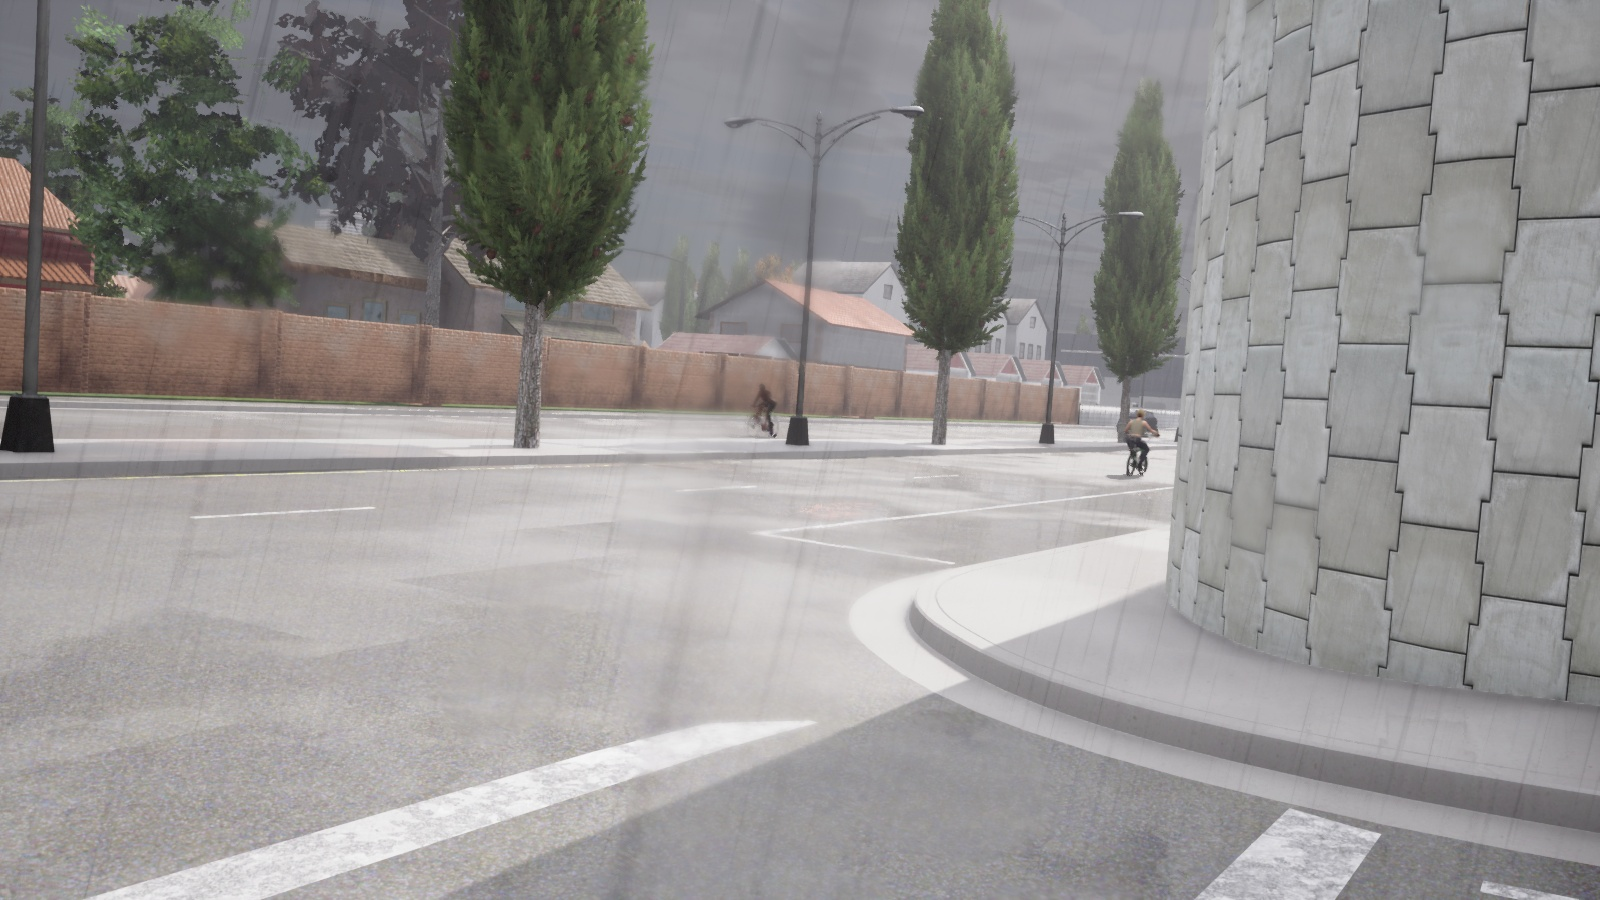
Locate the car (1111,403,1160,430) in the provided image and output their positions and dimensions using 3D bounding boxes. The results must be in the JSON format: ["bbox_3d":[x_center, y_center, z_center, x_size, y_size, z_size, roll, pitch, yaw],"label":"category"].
[{"bbox_3d":[20.750,-2.075,77.545,1.845,1.501,3.633,5,4,33],"label":"car"}]

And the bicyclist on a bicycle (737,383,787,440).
[{"bbox_3d":[-1.107,-1.120,36.978,0.582,1.620,1.656,5,4,33],"label":"bicyclist on a bicycle"}]

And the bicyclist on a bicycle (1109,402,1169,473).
[{"bbox_3d":[8.165,-0.316,30.194,0.866,1.612,1.509,5,4,33],"label":"bicyclist on a bicycle"}]
